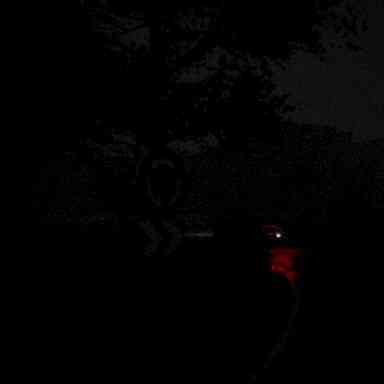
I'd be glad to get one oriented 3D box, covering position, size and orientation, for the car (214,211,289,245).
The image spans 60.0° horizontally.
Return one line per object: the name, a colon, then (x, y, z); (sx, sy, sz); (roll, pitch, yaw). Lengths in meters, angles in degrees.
car: (2.904, 1.783, 17.417); (1.837, 1.490, 4.892); (2, -2, -26)
